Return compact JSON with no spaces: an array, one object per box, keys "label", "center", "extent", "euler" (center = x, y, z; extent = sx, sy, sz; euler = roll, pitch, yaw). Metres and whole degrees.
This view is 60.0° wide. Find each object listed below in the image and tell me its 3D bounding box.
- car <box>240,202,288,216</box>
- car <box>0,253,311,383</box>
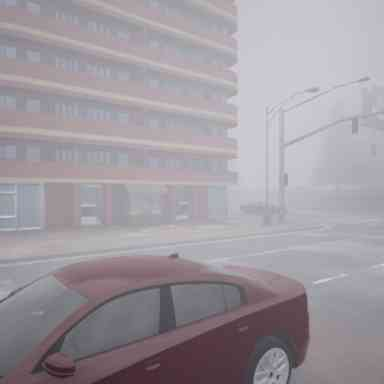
[{"label":"car","center":[6.884,1.592,32.055],"extent":[1.895,1.301,4.718],"euler":[0,0,-36]},{"label":"car","center":[-0.881,1.477,3.363],"extent":[5.008,1.535,1.882],"euler":[0,0,-36]}]
